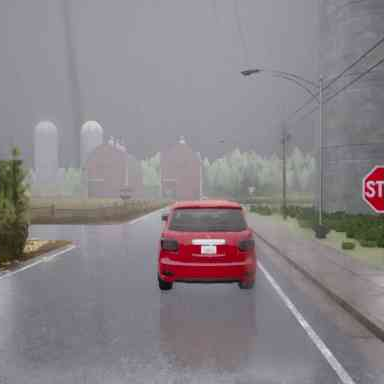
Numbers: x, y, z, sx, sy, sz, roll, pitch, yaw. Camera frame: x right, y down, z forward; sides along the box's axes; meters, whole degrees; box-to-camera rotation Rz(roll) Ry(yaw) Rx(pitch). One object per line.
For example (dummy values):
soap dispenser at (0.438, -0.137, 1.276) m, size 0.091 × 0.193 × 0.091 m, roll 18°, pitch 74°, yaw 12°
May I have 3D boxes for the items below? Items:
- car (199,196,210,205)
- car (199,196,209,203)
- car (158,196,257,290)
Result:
car at (2.249, 1.525, 60.368) m, size 1.812 × 1.442 × 4.674 m, roll 0°, pitch 0°, yaw 2°
car at (2.539, 1.576, 70.412) m, size 1.895 × 1.301 × 4.718 m, roll 0°, pitch 0°, yaw 2°
car at (0.310, 1.221, 9.192) m, size 2.150 × 2.045 × 5.566 m, roll 0°, pitch 0°, yaw 0°
